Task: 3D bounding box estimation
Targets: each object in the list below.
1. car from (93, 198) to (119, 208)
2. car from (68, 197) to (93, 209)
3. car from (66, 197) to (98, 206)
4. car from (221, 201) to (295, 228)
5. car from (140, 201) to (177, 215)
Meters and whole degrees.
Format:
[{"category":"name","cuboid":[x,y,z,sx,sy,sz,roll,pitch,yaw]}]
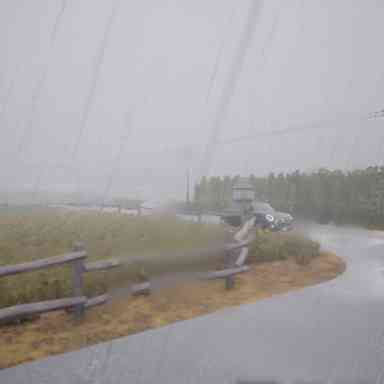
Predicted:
[{"category":"car","cuboid":[-12.066,1.549,47.400,1.994,1.385,4.181,0,0,-35]},{"category":"car","cuboid":[-15.427,1.589,46.477,1.895,1.301,4.718,0,0,-35]},{"category":"car","cuboid":[-18.304,1.533,55.179,5.357,1.411,2.033,0,0,33]},{"category":"car","cuboid":[3.694,1.339,19.241,2.097,1.767,4.553,0,0,-33]},{"category":"car","cuboid":[-3.105,1.513,29.008,1.812,1.442,4.674,0,0,-36]}]
